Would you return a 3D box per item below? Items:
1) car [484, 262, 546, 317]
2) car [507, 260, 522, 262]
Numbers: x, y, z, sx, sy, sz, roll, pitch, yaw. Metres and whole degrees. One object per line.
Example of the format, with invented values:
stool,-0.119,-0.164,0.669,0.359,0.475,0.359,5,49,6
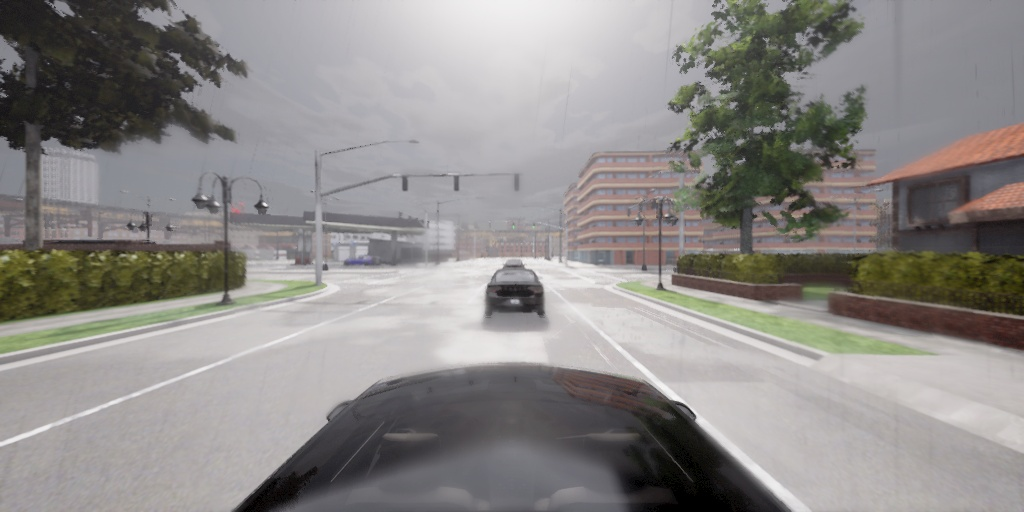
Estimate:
car,0.098,1.152,12.744,1.882,1.535,5.008,0,0,0
car,0.220,1.050,31.400,1.837,1.490,4.892,0,0,1
